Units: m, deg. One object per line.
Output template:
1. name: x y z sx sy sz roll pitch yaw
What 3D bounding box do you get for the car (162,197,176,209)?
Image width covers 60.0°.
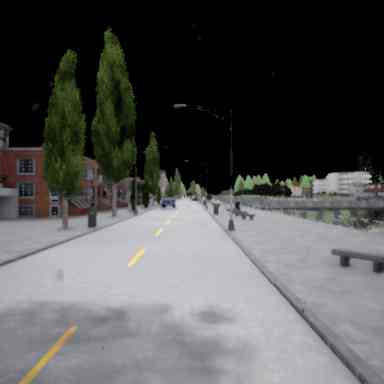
1. car: -4.036 1.836 58.524 2.150 2.045 5.566 0 0 1
